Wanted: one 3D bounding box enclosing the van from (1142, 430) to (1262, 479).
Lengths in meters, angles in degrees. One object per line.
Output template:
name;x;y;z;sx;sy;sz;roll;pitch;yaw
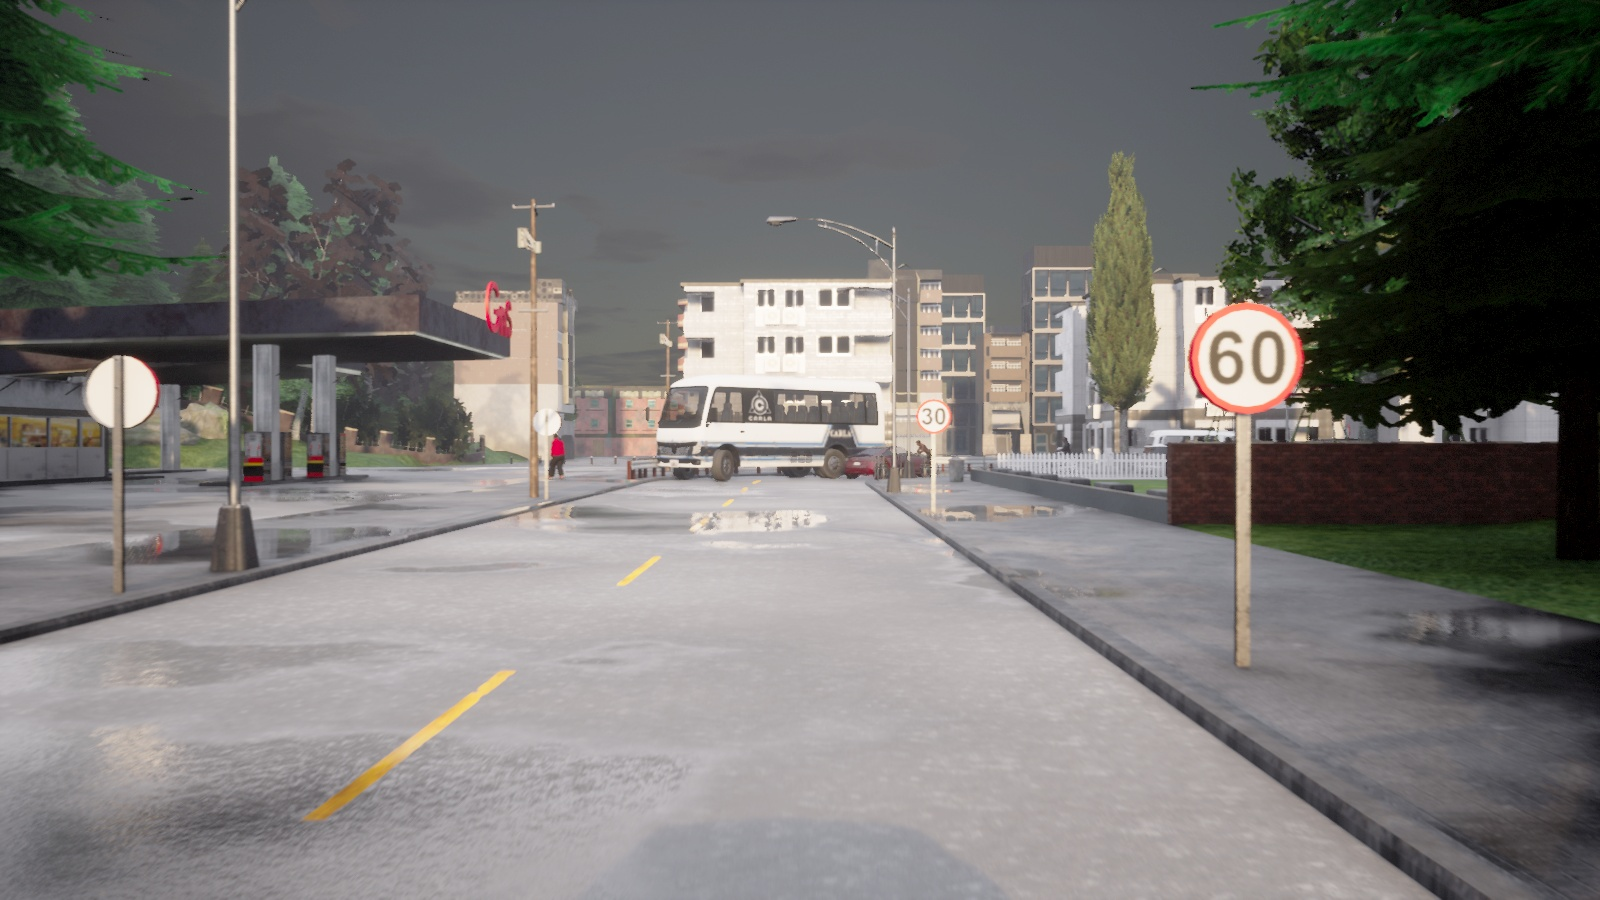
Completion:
van;17.110;0.181;53.632;4.480;2.038;2.069;0;0;0

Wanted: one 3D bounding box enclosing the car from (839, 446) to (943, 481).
car;3.812;0.522;51.992;4.181;1.385;1.994;0;0;-44

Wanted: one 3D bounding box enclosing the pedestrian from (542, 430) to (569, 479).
pedestrian;-9.393;0.177;48.203;0.899;1.844;0.634;0;0;45

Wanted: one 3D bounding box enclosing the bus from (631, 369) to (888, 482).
bus;-1.512;-0.930;51.883;10.273;4.253;3.944;0;1;-39

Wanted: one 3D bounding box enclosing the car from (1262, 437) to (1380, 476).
car;23.827;0.299;57.587;4.553;1.767;2.097;0;0;0

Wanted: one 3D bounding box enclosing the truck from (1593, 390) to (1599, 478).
truck;38.949;-0.689;53.481;8.468;3.827;2.891;0;0;0
